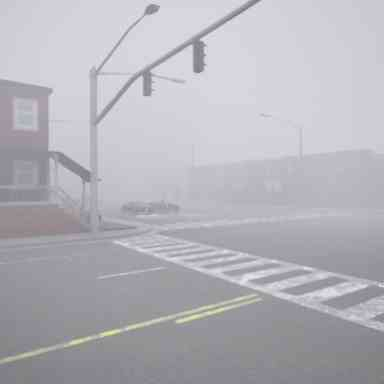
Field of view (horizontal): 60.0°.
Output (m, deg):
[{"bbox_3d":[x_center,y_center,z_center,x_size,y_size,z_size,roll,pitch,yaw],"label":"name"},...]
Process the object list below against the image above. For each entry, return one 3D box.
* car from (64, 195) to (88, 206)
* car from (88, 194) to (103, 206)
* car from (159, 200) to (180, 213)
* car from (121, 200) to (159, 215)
[{"bbox_3d":[-17.904,1.400,50.463,1.882,1.535,5.008,0,0,-35],"label":"car"},{"bbox_3d":[-16.243,1.255,54.191,2.097,1.767,4.553,0,0,-35],"label":"car"},{"bbox_3d":[-3.198,1.505,35.779,1.895,1.301,4.718,0,0,-36],"label":"car"},{"bbox_3d":[-5.394,1.487,32.831,1.994,1.385,4.181,0,0,-35],"label":"car"}]
